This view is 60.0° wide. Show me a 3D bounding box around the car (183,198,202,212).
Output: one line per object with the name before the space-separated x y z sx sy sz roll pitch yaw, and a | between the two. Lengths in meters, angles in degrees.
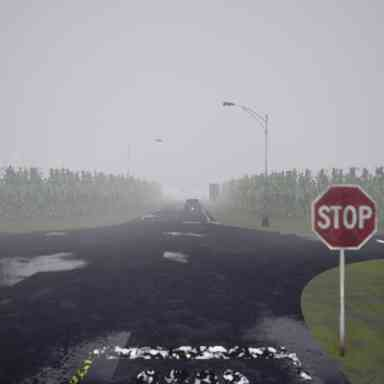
car | 0.049 1.472 37.580 1.837 1.490 4.892 0 0 0
